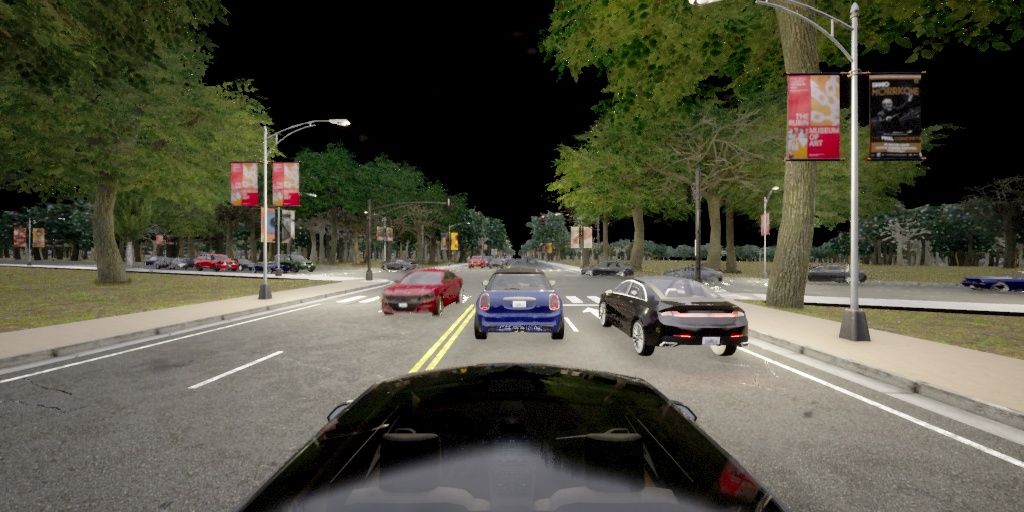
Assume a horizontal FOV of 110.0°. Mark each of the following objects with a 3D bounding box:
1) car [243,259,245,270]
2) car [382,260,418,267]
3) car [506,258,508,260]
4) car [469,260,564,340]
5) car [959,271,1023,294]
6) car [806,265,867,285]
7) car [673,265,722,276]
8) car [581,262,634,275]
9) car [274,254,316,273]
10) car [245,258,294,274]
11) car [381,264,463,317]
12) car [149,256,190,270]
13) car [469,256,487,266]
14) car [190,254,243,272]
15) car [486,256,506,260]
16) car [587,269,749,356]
[{"bbox_3d":[-34.693,1.074,45.925,4.892,1.490,1.837,0,0,24],"label":"car"},{"bbox_3d":[-13.735,1.169,43.886,4.902,1.511,2.128,1,0,24],"label":"car"},{"bbox_3d":[-2.194,1.359,64.907,1.895,1.301,4.718,0,0,1],"label":"car"},{"bbox_3d":[0.194,1.102,10.170,2.097,1.767,4.553,0,0,1],"label":"car"},{"bbox_3d":[29.925,1.537,20.838,4.718,1.301,1.895,0,0,24],"label":"car"},{"bbox_3d":[23.575,1.392,27.232,4.892,1.490,1.837,0,0,24],"label":"car"},{"bbox_3d":[14.029,1.402,27.930,4.181,1.385,1.994,0,0,24],"label":"car"},{"bbox_3d":[9.027,1.302,33.836,4.892,1.490,1.837,0,1,26],"label":"car"},{"bbox_3d":[-25.532,0.840,41.835,5.566,2.045,2.150,0,0,24],"label":"car"},{"bbox_3d":[-26.025,1.225,38.478,4.718,1.301,1.895,0,0,27],"label":"car"},{"bbox_3d":[-3.150,1.227,13.446,1.882,1.535,5.008,0,0,4],"label":"car"},{"bbox_3d":[-44.284,1.020,46.655,4.902,1.511,2.128,0,0,24],"label":"car"},{"bbox_3d":[-5.616,0.978,57.984,2.150,2.045,5.566,0,0,1],"label":"car"},{"bbox_3d":[-35.091,0.796,42.535,5.566,2.045,2.150,0,0,24],"label":"car"},{"bbox_3d":[-2.387,1.108,55.916,2.097,1.767,4.553,0,0,1],"label":"car"},{"bbox_3d":[3.430,1.241,8.582,2.128,1.511,4.902,0,0,0],"label":"car"}]
